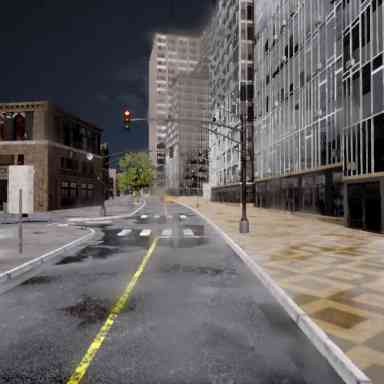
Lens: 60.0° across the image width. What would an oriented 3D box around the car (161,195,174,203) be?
[{"bbox_3d":[-4.841,1.469,68.184,1.882,1.535,5.008,0,0,-8],"label":"car"}]
